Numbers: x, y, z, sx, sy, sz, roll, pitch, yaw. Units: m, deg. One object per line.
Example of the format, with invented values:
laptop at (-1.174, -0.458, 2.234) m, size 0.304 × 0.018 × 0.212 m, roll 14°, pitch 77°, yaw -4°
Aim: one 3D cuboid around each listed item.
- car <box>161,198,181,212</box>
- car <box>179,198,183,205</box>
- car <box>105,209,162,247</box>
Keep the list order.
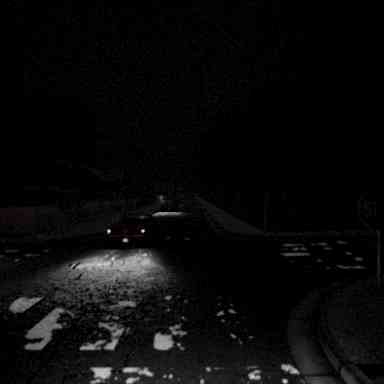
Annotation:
car at (-2.812, 1.837, 41.939) m, size 1.994 × 1.385 × 4.181 m, roll 0°, pitch 0°, yaw 0°
car at (-2.851, 1.894, 66.393) m, size 2.033 × 1.411 × 5.357 m, roll 0°, pitch 0°, yaw 0°
car at (-2.777, 1.720, 16.137) m, size 1.895 × 1.301 × 4.718 m, roll -1°, pitch 0°, yaw 0°
